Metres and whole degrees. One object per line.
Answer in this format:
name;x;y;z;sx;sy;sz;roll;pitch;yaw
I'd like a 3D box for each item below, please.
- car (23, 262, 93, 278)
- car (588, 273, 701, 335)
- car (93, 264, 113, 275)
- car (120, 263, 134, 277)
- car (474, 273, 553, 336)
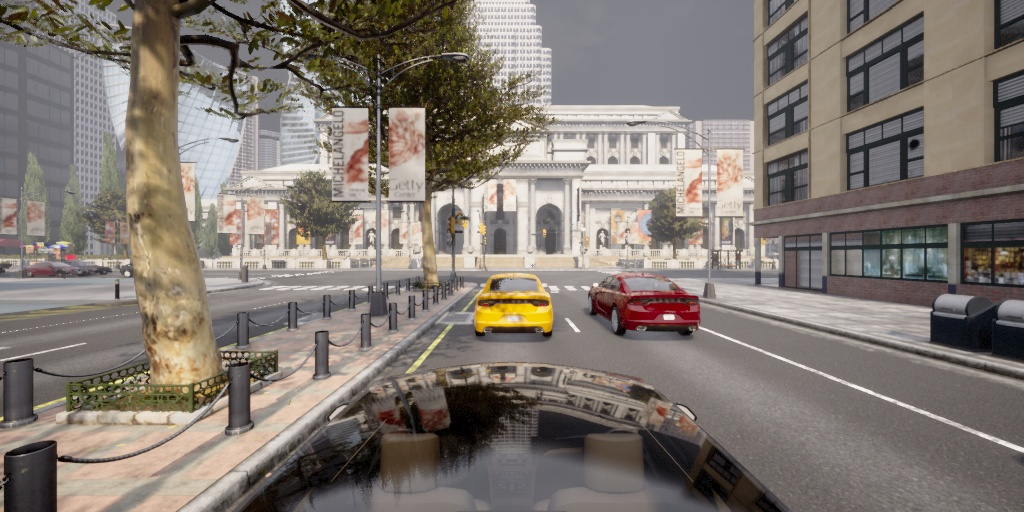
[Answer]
car;-43.379;1.276;34.012;4.674;1.442;1.812;0;0;-1
car;3.557;1.228;10.560;1.882;1.535;5.008;0;0;0
car;-45.302;1.297;37.505;5.357;1.411;2.033;0;0;0
car;-34.180;1.255;34.044;4.892;1.490;1.837;0;0;0
car;0.055;1.228;10.381;1.882;1.535;5.008;0;0;1
